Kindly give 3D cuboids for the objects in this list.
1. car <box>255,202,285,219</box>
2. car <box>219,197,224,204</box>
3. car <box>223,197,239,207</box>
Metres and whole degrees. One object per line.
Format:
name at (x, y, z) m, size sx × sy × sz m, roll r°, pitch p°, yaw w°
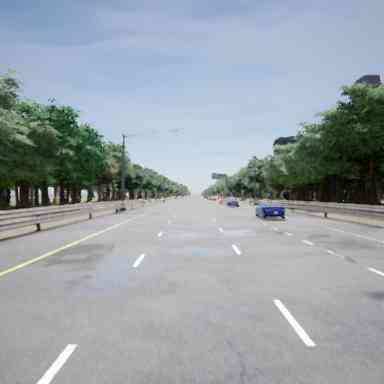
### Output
car at (7.041, 1.630, 30.344) m, size 1.882 × 1.535 × 5.008 m, roll 0°, pitch -1°, yaw 0°
car at (7.297, 1.921, 76.486) m, size 2.097 × 1.767 × 4.553 m, roll 0°, pitch -1°, yaw 0°
car at (7.173, 1.925, 59.286) m, size 1.812 × 1.442 × 4.674 m, roll 0°, pitch -1°, yaw 0°
